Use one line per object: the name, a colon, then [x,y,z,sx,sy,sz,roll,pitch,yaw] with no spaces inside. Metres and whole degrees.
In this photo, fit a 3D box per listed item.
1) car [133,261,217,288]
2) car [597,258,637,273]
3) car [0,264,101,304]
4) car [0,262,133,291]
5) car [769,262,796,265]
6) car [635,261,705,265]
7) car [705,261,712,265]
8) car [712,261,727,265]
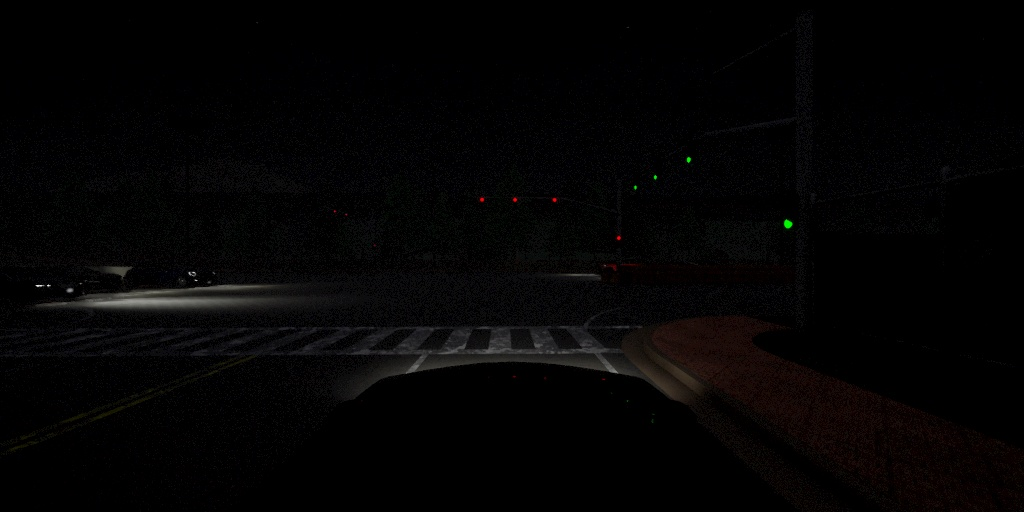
car: [-21.665,1.099,22.915,4.553,1.767,2.097,0,0,-2]
car: [11.419,1.102,38.151,4.553,1.767,2.097,0,0,-2]
car: [-21.794,1.242,15.739,4.902,1.511,2.128,0,0,1]
car: [-24.115,1.223,19.337,5.008,1.535,1.882,0,0,-2]
car: [24.912,1.351,31.567,4.718,1.301,1.895,0,0,-2]
car: [13.708,1.255,31.219,4.892,1.490,1.837,0,0,-2]
car: [16.352,1.276,34.802,4.674,1.442,1.812,0,0,-2]
car: [20.535,1.254,38.435,4.892,1.490,1.837,0,0,-2]
